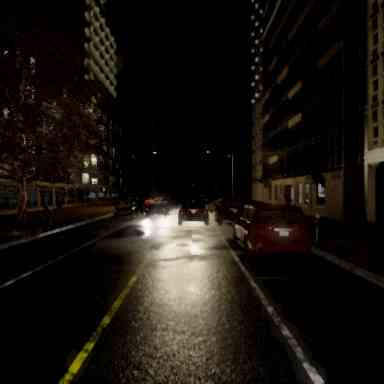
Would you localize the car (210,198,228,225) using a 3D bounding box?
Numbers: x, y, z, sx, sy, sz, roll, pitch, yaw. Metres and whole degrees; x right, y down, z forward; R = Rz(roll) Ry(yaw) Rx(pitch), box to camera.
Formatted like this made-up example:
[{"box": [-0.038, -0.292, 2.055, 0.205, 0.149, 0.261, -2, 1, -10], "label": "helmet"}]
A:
[{"box": [2.692, 1.301, 23.506, 2.192, 1.841, 5.009, 0, 0, 0], "label": "car"}]

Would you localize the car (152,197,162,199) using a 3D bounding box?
[{"box": [-5.692, 1.545, 46.284, 1.802, 1.307, 4.206, 0, 0, 0], "label": "car"}]

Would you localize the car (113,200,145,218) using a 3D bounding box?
[{"box": [-5.690, 1.532, 29.209, 2.008, 1.369, 4.403, 0, 0, 0], "label": "car"}]

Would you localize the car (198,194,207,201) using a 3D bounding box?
[{"box": [2.685, 1.345, 86.117, 1.967, 1.590, 4.097, 0, 0, 0], "label": "car"}]

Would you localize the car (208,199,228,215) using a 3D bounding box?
[{"box": [2.690, 1.501, 35.059, 1.752, 1.417, 4.829, 0, 0, 0], "label": "car"}]

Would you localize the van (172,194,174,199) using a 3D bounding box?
[{"box": [-5.695, 1.265, 74.747, 1.690, 1.788, 3.998, 0, 0, 0], "label": "van"}]

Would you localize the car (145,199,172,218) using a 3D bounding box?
[{"box": [-3.104, 1.581, 30.471, 1.895, 1.301, 4.718, 0, 0, 0], "label": "car"}]

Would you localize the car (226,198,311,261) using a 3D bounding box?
[{"box": [2.693, 1.309, 12.121, 2.192, 1.841, 5.009, 0, 0, 0], "label": "car"}]

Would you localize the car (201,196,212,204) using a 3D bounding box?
[{"box": [2.686, 1.506, 63.351, 1.947, 1.339, 4.313, 0, 0, 0], "label": "car"}]

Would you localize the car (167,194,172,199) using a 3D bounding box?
[{"box": [-5.695, 1.477, 69.055, 1.887, 1.381, 4.507, 0, 0, 0], "label": "car"}]

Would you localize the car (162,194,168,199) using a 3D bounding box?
[{"box": [-5.694, 1.499, 57.670, 2.008, 1.369, 4.403, 0, 0, 0], "label": "car"}]

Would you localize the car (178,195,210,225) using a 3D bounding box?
[{"box": [0.100, 1.338, 24.362, 2.097, 1.767, 4.553, 0, 0, 0], "label": "car"}]
